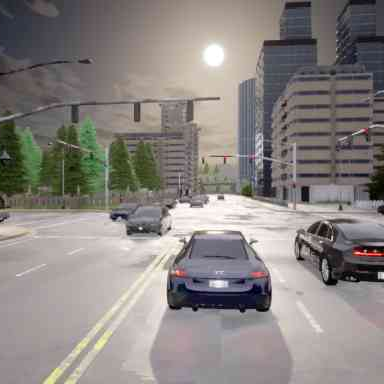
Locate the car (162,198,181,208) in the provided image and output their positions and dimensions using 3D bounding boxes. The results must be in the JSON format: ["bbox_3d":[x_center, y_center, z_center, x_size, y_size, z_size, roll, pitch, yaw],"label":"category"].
[{"bbox_3d":[-3.104,1.547,45.026,2.033,1.411,5.357,0,0,5],"label":"car"}]

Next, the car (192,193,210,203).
[{"bbox_3d":[1.604,1.353,58.873,2.097,1.767,4.553,0,0,5],"label":"car"}]

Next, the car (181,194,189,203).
[{"bbox_3d":[-1.432,1.547,64.168,2.033,1.411,5.357,0,0,5],"label":"car"}]

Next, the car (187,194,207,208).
[{"bbox_3d":[0.748,1.505,48.996,1.837,1.490,4.892,0,0,5],"label":"car"}]

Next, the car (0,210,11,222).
[{"bbox_3d":[-15.744,1.601,23.946,4.718,1.301,1.895,0,0,5],"label":"car"}]

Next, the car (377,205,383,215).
[{"bbox_3d":[20.391,1.478,31.649,5.008,1.535,1.882,0,0,5],"label":"car"}]

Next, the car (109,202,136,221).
[{"bbox_3d":[-4.979,1.547,26.930,2.033,1.411,5.357,0,0,7],"label":"car"}]

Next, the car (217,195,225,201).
[{"bbox_3d":[7.483,1.500,85.888,1.837,1.490,4.892,0,0,5],"label":"car"}]

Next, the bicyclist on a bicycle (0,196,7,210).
[{"bbox_3d":[-22.282,1.301,39.028,0.582,1.620,1.656,0,0,5],"label":"bicyclist on a bicycle"}]

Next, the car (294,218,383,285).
[{"bbox_3d":[4.240,1.505,9.388,1.837,1.490,4.892,0,0,5],"label":"car"}]

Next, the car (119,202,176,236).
[{"bbox_3d":[-2.260,1.505,18.378,1.837,1.490,4.892,0,0,5],"label":"car"}]

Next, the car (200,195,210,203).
[{"bbox_3d":[2.829,1.500,72.412,1.837,1.490,4.892,0,0,5],"label":"car"}]

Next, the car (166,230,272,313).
[{"bbox_3d":[0.607,1.564,7.773,1.994,1.385,4.181,0,0,4],"label":"car"}]
